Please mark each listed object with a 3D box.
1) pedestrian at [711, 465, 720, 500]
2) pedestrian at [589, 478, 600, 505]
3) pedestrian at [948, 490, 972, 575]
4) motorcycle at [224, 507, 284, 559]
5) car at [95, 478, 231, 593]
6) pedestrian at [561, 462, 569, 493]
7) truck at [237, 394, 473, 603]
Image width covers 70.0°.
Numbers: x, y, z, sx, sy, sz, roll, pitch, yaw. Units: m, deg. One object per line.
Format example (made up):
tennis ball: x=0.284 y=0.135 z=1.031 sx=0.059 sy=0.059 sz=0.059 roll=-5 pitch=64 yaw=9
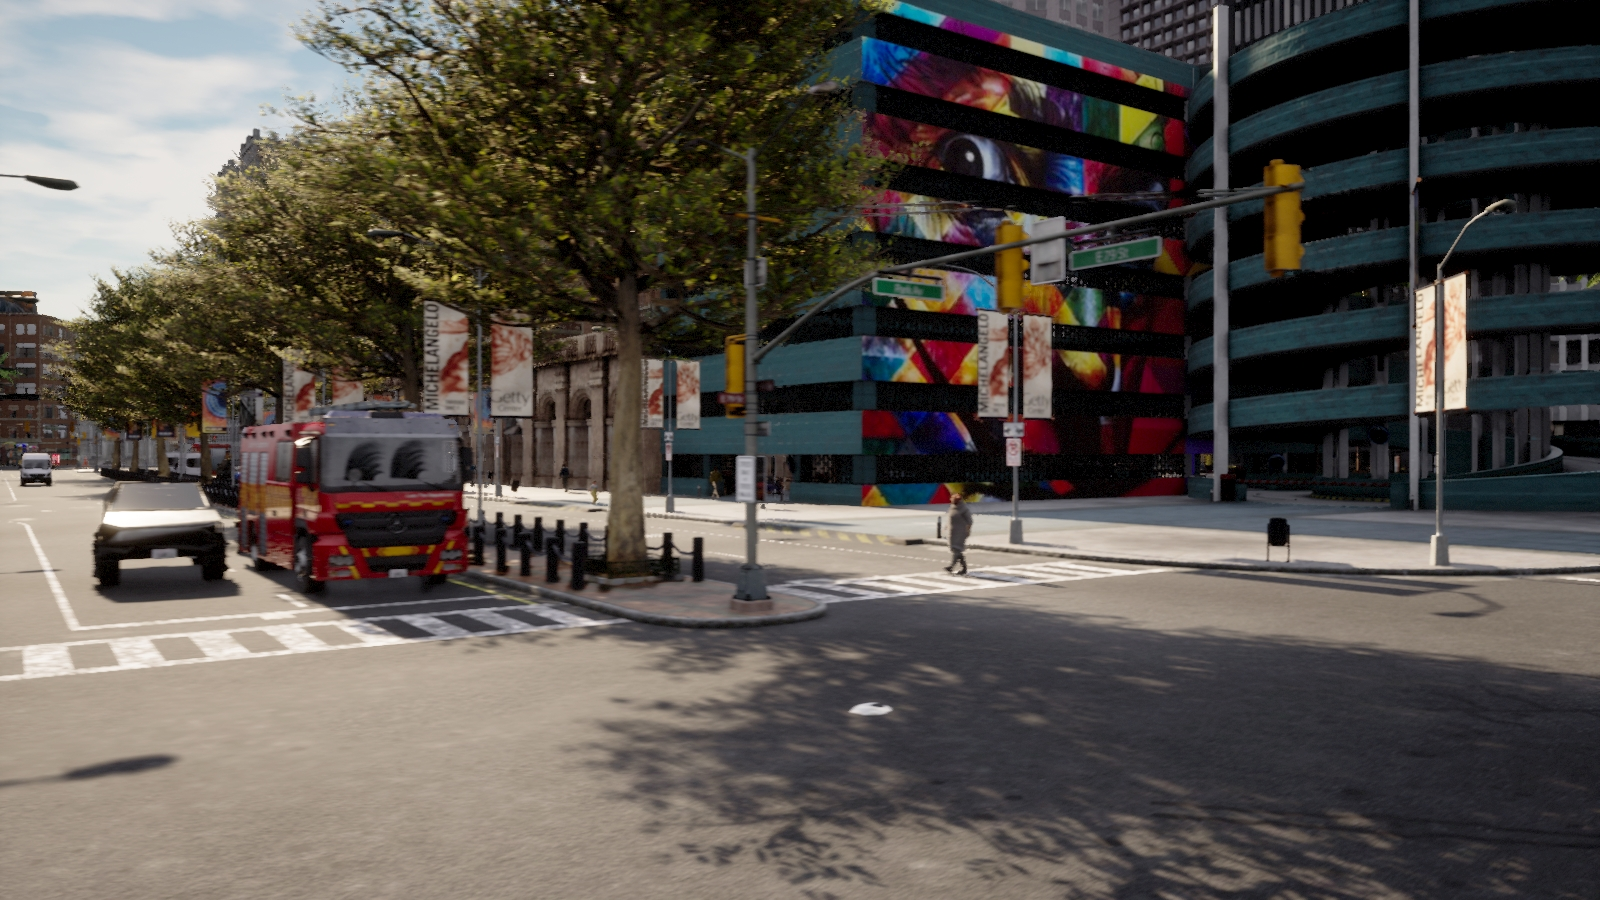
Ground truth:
pedestrian: x=-4.423 y=1.694 z=59.764 sx=0.375 sy=1.860 sz=0.375 roll=0 pitch=0 yaw=-29
pedestrian: x=-9.862 y=1.974 z=54.738 sx=0.375 sy=1.300 sz=0.375 roll=0 pitch=0 yaw=-40
pedestrian: x=3.596 y=1.848 z=25.701 sx=0.375 sy=1.860 sz=0.375 roll=0 pitch=0 yaw=-41
motorcycle: x=-14.671 y=2.205 z=30.680 sx=0.867 sy=1.251 sz=2.209 roll=0 pitch=0 yaw=-42
car: x=-14.467 y=1.753 z=25.751 sx=2.390 sy=2.098 sz=6.274 roll=0 pitch=0 yaw=-31
pedestrian: x=-14.448 y=1.694 z=70.343 sx=0.375 sy=1.860 sz=0.375 roll=0 pitch=0 yaw=-35
truck: x=-10.081 y=0.890 z=25.181 sx=2.891 sy=3.827 sz=8.468 roll=0 pitch=0 yaw=-35
